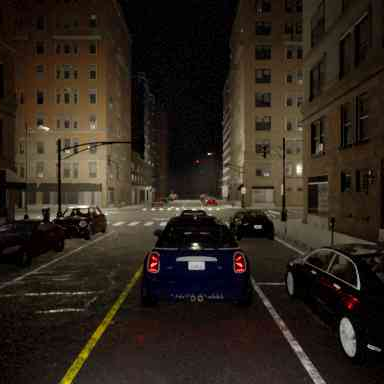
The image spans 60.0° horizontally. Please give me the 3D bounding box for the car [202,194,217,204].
[{"bbox_3d":[3.018,1.476,53.734,1.967,1.590,4.097,0,0,0],"label":"car"}]

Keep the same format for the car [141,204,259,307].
[{"bbox_3d":[0.097,1.352,8.131,2.097,1.767,4.553,0,0,0],"label":"car"}]

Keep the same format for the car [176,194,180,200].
[{"bbox_3d":[-5.347,1.457,91.627,2.192,1.841,5.009,0,0,0],"label":"car"}]

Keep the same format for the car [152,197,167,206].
[{"bbox_3d":[-5.507,1.618,53.767,1.802,1.307,4.206,0,0,0],"label":"car"}]

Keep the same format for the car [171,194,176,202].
[{"bbox_3d":[-5.393,1.626,80.640,1.752,1.417,4.829,0,0,0],"label":"car"}]

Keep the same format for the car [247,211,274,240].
[{"bbox_3d":[2.894,1.566,16.644,1.947,1.339,4.313,0,0,0],"label":"car"}]

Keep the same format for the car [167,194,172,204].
[{"bbox_3d":[-5.460,1.607,64.584,2.008,1.369,4.403,0,0,0],"label":"car"}]

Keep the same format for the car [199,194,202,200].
[{"bbox_3d":[3.109,1.524,75.369,1.967,1.590,4.097,0,0,0],"label":"car"}]

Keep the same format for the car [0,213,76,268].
[{"bbox_3d":[-5.645,1.582,11.163,1.802,1.307,4.206,0,0,0],"label":"car"}]

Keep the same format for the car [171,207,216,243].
[{"bbox_3d":[0.084,1.564,16.714,1.994,1.385,4.181,0,0,0],"label":"car"}]

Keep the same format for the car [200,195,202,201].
[{"bbox_3d":[3.065,1.606,64.551,2.008,1.369,4.403,0,0,0],"label":"car"}]

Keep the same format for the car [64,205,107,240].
[{"bbox_3d":[-5.631,1.441,16.665,1.967,1.590,4.097,0,0,0],"label":"car"}]

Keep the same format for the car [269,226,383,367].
[{"bbox_3d":[2.867,1.551,5.641,2.008,1.369,4.403,0,0,0],"label":"car"}]
